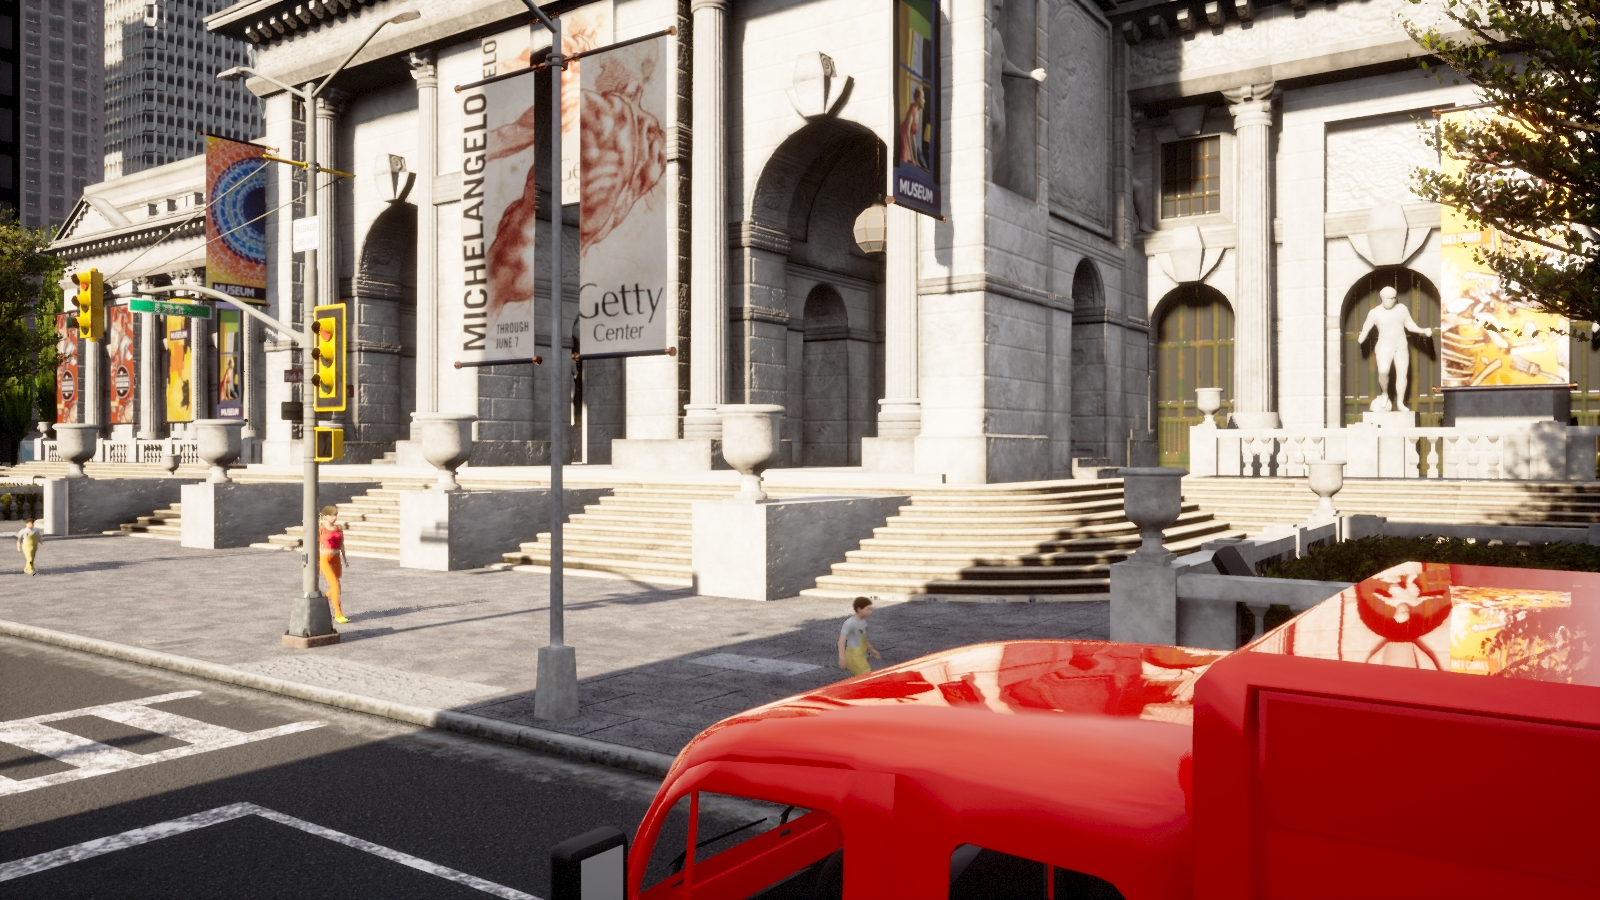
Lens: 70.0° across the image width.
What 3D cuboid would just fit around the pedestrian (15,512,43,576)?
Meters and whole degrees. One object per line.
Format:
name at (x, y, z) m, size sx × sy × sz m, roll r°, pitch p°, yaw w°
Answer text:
pedestrian at (-16.175, 1.966, 23.963) m, size 0.375 × 1.300 × 0.375 m, roll 0°, pitch 0°, yaw 32°

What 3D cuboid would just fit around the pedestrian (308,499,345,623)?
pedestrian at (-7.265, 1.690, 17.544) m, size 0.375 × 1.860 × 0.375 m, roll 0°, pitch 0°, yaw 31°

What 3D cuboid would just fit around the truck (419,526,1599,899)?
truck at (1.935, 1.568, 2.414) m, size 5.204 × 2.467 × 2.627 m, roll 0°, pitch 0°, yaw 35°

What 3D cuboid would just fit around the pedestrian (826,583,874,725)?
pedestrian at (0.487, 1.975, 11.158) m, size 0.375 × 1.300 × 0.375 m, roll 0°, pitch 0°, yaw 19°
